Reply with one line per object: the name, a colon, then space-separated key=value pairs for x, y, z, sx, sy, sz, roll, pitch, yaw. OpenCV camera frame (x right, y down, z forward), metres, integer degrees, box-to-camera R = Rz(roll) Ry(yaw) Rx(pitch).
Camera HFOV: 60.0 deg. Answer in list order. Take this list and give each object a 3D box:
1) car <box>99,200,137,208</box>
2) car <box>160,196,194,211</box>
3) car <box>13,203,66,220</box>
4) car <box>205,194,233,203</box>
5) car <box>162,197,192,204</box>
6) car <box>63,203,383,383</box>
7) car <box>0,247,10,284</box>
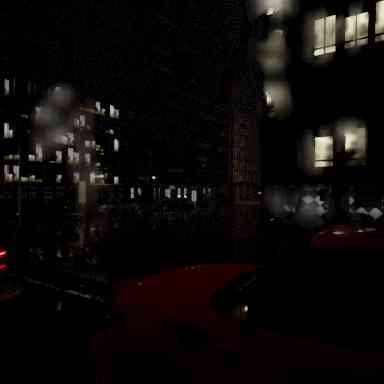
car: x=-7.788 y=1.619 z=35.462 sx=1.812 sy=1.442 sz=4.674 roll=1 pitch=0 yaw=37
car: x=-1.913 y=1.490 z=43.357 sx=2.097 sy=1.767 sz=4.553 roll=1 pitch=0 yaw=37
car: x=-12.930 y=1.617 z=28.526 sx=1.994 sy=1.385 sz=4.181 roll=1 pitch=0 yaw=37
car: x=4.321 y=1.406 z=51.689 sx=2.150 sy=2.045 sz=5.566 roll=1 pitch=0 yaw=37
car: x=-1.578 y=1.639 z=38.454 sx=2.128 sy=1.511 sz=4.902 roll=1 pitch=0 yaw=37
car: x=1.668 y=1.221 z=2.496 sx=5.566 sy=2.045 sz=2.150 roll=0 pitch=0 yaw=35
car: x=-6.238 y=1.522 z=8.109 sx=4.674 sy=1.442 sz=1.812 roll=0 pitch=0 yaw=35
